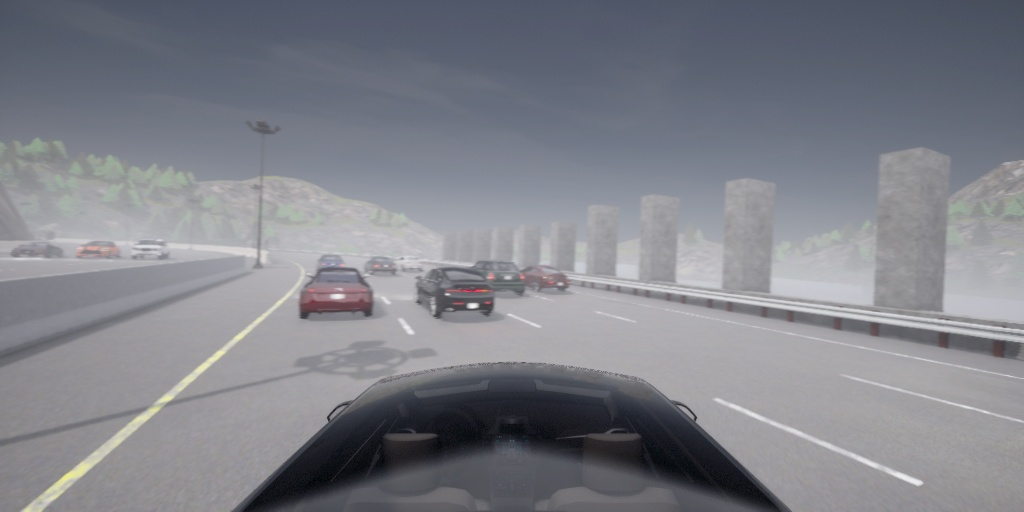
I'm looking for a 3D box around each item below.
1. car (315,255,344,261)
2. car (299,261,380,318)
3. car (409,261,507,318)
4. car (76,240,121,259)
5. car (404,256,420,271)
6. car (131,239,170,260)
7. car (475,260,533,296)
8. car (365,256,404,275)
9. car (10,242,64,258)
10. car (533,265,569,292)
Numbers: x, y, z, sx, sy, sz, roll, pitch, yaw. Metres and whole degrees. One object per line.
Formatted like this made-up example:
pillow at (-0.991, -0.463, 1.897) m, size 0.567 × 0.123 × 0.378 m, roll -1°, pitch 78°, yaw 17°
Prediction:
car at (-13.924, 0.599, 27.542) m, size 2.033 × 1.411 × 5.357 m, roll 2°, pitch 0°, yaw -30°
car at (-5.623, 1.034, 11.638) m, size 1.994 × 1.385 × 4.181 m, roll 2°, pitch 0°, yaw -25°
car at (-2.133, 1.116, 12.449) m, size 1.837 × 1.490 × 4.892 m, roll 2°, pitch 0°, yaw -25°
car at (-39.225, -0.677, 34.126) m, size 2.097 × 1.767 × 4.553 m, roll 2°, pitch 1°, yaw -36°
car at (-9.976, 0.709, 34.479) m, size 1.812 × 1.442 × 4.674 m, roll 2°, pitch 0°, yaw -31°
car at (-36.596, -0.722, 36.478) m, size 2.150 × 2.045 × 5.566 m, roll 2°, pitch 0°, yaw -37°
car at (-1.131, 0.976, 18.410) m, size 2.097 × 1.767 × 4.553 m, roll 2°, pitch 0°, yaw -26°
car at (-10.581, 0.732, 28.747) m, size 2.033 × 1.411 × 5.357 m, roll 2°, pitch 0°, yaw -30°
car at (-41.779, -0.557, 31.667) m, size 1.994 × 1.385 × 4.181 m, roll 2°, pitch 0°, yaw -36°
car at (1.514, 1.248, 20.912) m, size 1.812 × 1.442 × 4.674 m, roll 2°, pitch 0°, yaw -27°
